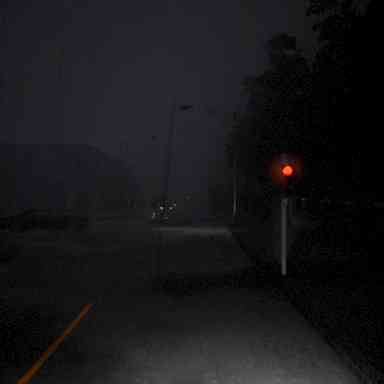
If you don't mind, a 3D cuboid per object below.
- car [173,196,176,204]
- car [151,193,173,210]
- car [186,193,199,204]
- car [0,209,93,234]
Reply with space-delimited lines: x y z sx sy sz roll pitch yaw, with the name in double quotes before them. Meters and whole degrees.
"car" -4.062 1.505 53.834 1.837 1.490 4.892 0 0 0
"car" -4.076 1.221 43.916 2.150 2.045 5.566 0 0 0
"car" 0.130 1.221 62.033 2.150 2.045 5.566 0 0 0
"car" -8.066 1.601 18.674 4.718 1.301 1.895 0 0 -8
